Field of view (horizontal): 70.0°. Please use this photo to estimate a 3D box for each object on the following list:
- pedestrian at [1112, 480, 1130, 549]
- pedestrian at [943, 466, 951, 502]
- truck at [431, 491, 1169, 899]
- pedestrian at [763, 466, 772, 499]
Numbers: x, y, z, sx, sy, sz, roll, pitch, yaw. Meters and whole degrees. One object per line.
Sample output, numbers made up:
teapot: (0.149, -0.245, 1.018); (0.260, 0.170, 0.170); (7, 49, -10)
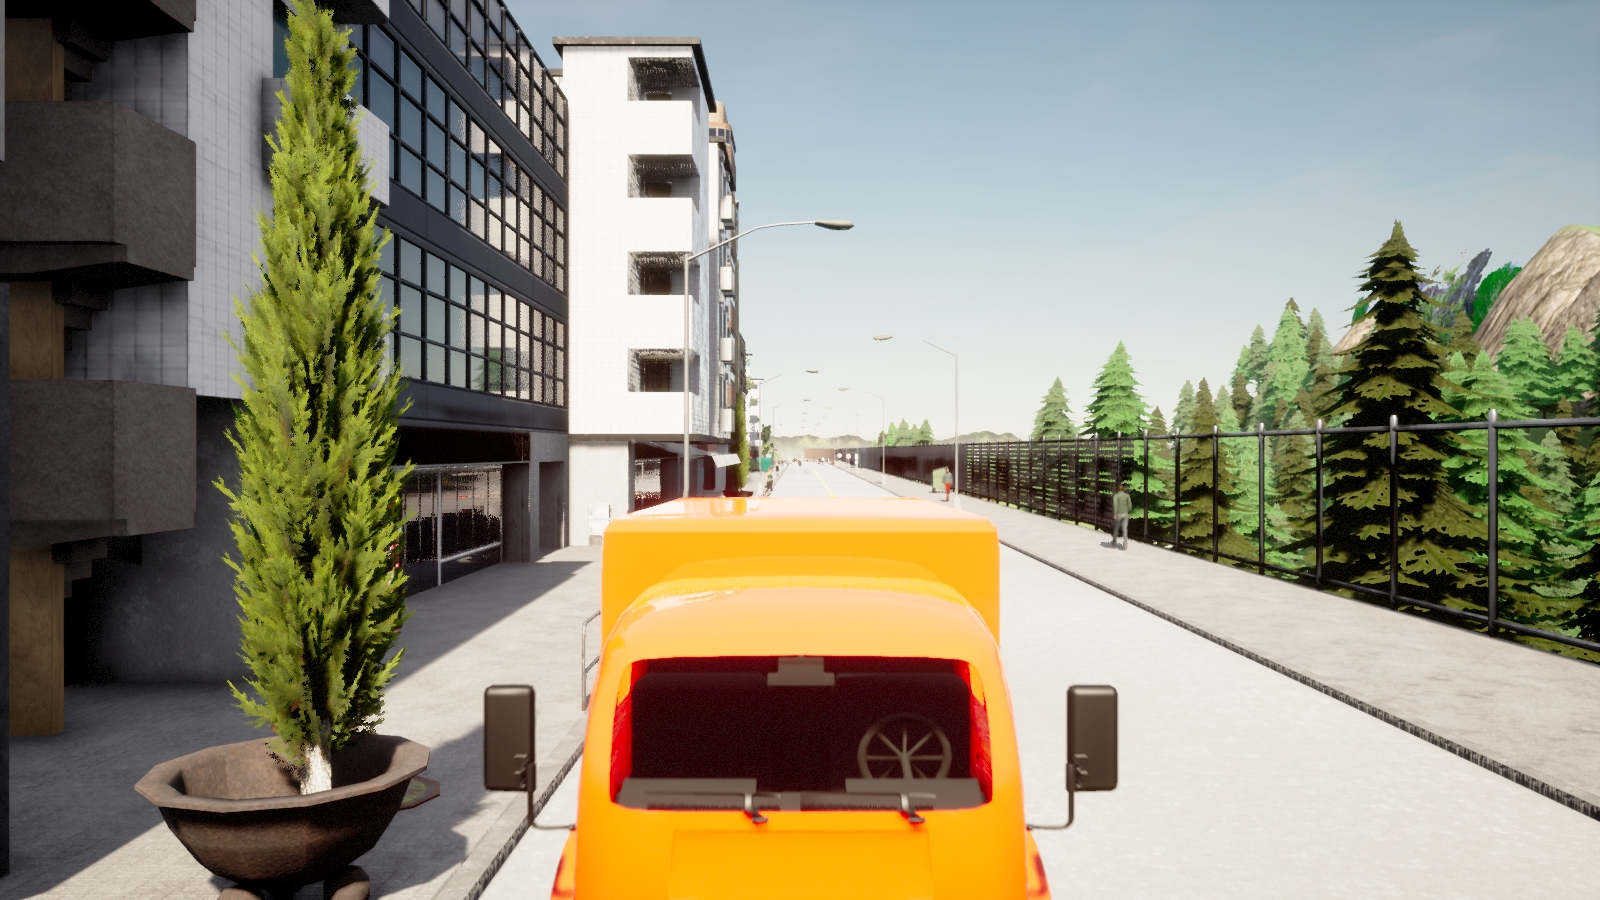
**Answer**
pedestrian: (8.748, 1.757, 31.167); (0.375, 1.860, 0.375); (0, 0, -3)
pedestrian: (7.674, 1.768, 59.605); (0.375, 1.860, 0.375); (0, 0, 0)
truck: (0.000, 1.571, 6.672); (2.627, 2.467, 5.204); (0, 0, 0)
pedestrian: (-1.853, 1.874, 66.064); (0.375, 1.860, 0.375); (0, 0, 35)
